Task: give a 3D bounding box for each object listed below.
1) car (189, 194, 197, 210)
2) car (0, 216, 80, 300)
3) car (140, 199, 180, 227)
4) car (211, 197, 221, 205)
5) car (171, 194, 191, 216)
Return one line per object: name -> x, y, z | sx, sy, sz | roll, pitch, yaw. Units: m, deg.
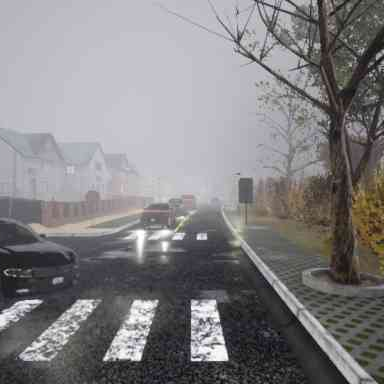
car -> -0.603, 1.344, 45.785 | 2.150, 2.045, 5.566 | 0, 0, 6
car -> -4.911, 1.363, 8.131 | 5.008, 1.535, 1.882 | 5, 0, 29
car -> -2.259, 1.494, 23.389 | 1.882, 1.535, 5.008 | 0, 0, 5
car -> 4.871, 1.748, 67.453 | 1.882, 1.535, 5.008 | 0, 0, 8
car -> -1.610, 1.403, 33.454 | 2.097, 1.767, 4.553 | 0, 0, 4
